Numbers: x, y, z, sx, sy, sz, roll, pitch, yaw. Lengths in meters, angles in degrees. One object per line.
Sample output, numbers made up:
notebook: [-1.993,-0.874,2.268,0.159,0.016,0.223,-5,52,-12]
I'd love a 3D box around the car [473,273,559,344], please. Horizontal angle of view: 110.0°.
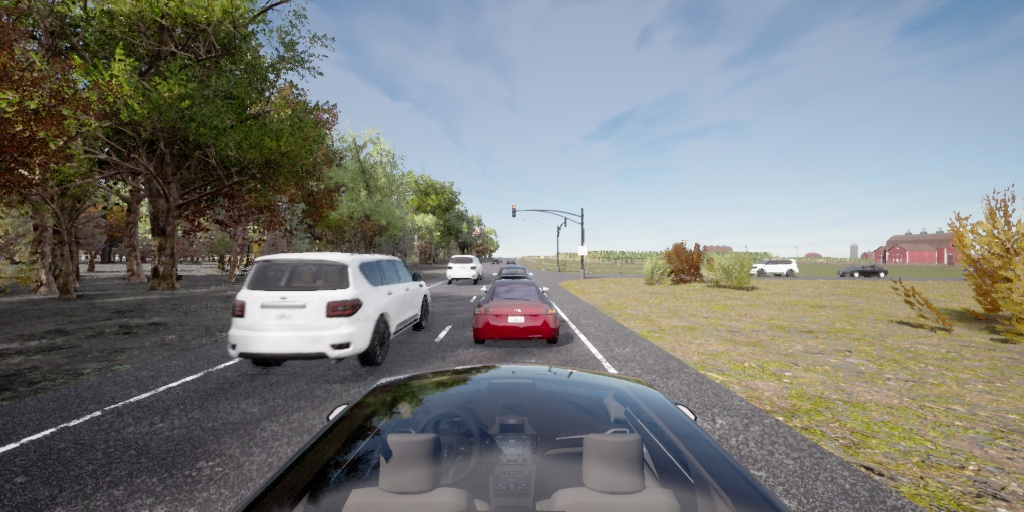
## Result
car: [0.077,1.316,9.605,1.994,1.385,4.181,0,0,0]

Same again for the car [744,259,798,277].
car: [29.474,1.353,40.972,5.566,2.045,2.150,1,-1,0]

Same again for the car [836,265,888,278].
car: [39.923,1.748,40.938,4.892,1.490,1.837,0,-1,0]

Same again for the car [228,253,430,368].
car: [-3.413,0.972,7.985,2.150,2.045,5.566,0,0,0]

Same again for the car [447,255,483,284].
car: [-3.480,0.978,27.228,2.150,2.045,5.566,0,0,0]

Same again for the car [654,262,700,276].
car: [18.895,1.492,40.980,5.008,1.535,1.882,1,-1,0]

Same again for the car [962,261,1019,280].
car: [50.596,1.522,37.326,5.566,2.045,2.150,1,-1,1]

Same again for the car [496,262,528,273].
car: [0.053,1.259,18.517,1.837,1.490,4.892,0,0,0]
